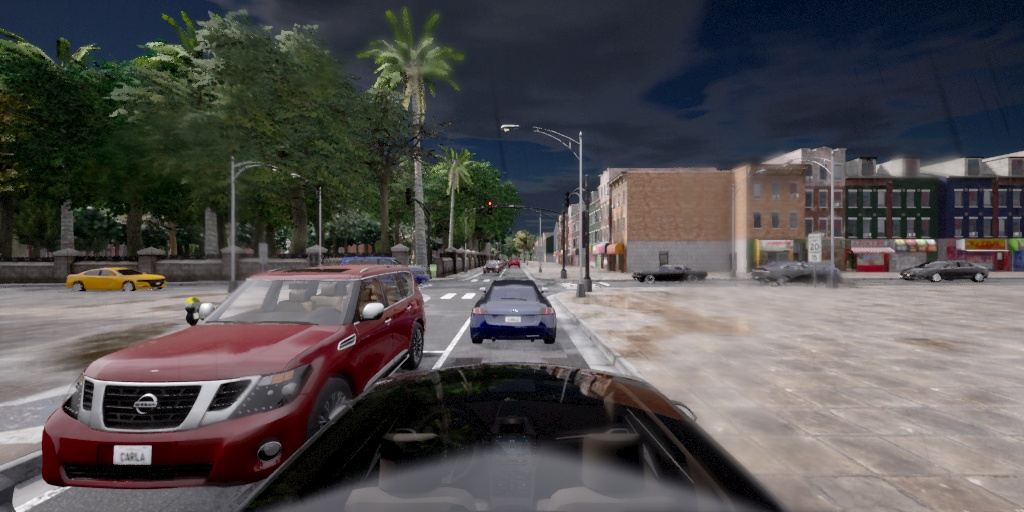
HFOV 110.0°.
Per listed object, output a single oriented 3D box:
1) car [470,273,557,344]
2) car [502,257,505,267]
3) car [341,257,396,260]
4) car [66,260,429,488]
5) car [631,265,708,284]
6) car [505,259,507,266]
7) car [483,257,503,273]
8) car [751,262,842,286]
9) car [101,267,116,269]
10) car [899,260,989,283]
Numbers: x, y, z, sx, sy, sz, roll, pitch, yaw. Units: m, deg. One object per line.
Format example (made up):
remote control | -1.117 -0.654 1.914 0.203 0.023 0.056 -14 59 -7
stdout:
car | 0.042 1.316 9.622 1.994 1.385 4.181 0 0 0
car | -2.367 1.291 48.840 1.967 1.591 4.097 0 0 0
car | -8.129 1.059 22.788 5.566 2.045 2.150 -1 0 -6
car | -2.622 1.065 5.006 2.192 1.841 5.009 0 0 0
car | 10.982 1.279 25.309 4.718 1.301 1.895 0 0 1
car | -2.302 1.485 60.217 1.802 1.307 4.207 0 0 0
car | -2.401 1.268 43.152 1.967 1.591 4.097 0 0 0
car | 17.658 1.129 22.316 4.902 1.511 2.128 0 0 0
car | -24.717 1.473 22.514 5.008 1.535 1.882 -1 0 0
car | 30.268 1.070 25.206 4.892 1.490 1.837 -1 0 0
